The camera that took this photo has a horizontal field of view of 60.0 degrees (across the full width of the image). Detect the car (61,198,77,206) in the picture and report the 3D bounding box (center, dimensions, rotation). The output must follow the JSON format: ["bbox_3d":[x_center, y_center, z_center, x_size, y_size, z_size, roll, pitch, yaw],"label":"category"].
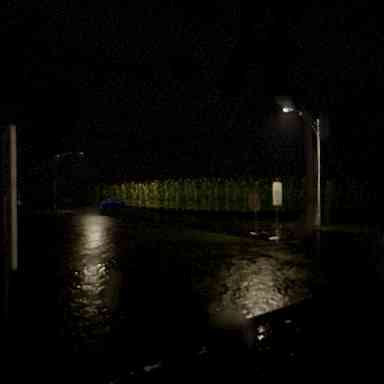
[{"bbox_3d":[-22.005,1.780,59.499,1.812,1.442,4.674,-1,0,-37],"label":"car"}]

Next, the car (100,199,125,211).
[{"bbox_3d":[-10.503,1.658,43.774,1.882,1.535,5.008,-1,0,-36],"label":"car"}]
